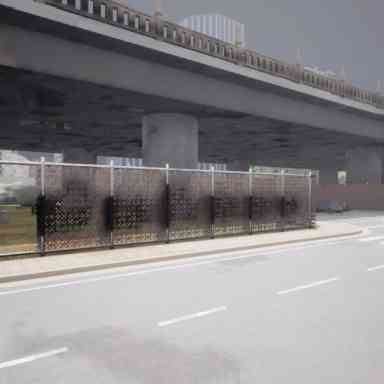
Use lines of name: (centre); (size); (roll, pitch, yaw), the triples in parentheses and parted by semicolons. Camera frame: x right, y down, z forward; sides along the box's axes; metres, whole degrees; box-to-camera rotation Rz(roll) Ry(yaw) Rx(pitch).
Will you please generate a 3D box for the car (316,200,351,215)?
car: (13.553, 1.547, 34.609); (2.033, 1.411, 5.357); (0, 0, -36)
